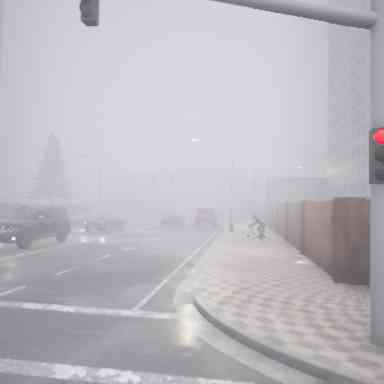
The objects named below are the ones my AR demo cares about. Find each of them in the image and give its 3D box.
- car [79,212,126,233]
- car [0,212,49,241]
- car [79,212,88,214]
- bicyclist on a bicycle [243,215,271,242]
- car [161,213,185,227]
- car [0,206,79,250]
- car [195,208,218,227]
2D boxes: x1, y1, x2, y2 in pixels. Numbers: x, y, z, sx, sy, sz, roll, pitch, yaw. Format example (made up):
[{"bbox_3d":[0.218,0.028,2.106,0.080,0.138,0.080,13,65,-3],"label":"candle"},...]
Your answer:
[{"bbox_3d":[-7.111,2.564,27.307,1.895,1.301,4.718,1,-2,8],"label":"car"},{"bbox_3d":[-11.539,2.110,21.459,1.882,1.535,5.008,1,-2,9],"label":"car"},{"bbox_3d":[-9.982,2.601,31.617,1.812,1.442,4.674,1,-2,9],"label":"car"},{"bbox_3d":[3.914,2.210,20.117,1.656,1.620,0.582,1,-2,9],"label":"bicyclist on a bicycle"},{"bbox_3d":[-2.031,2.995,36.228,1.994,1.385,4.181,1,-2,9],"label":"car"},{"bbox_3d":[-8.571,1.764,17.672,2.150,2.045,5.566,1,-2,9],"label":"car"},{"bbox_3d":[1.637,2.765,37.045,2.150,2.045,5.566,1,-2,9],"label":"car"}]
